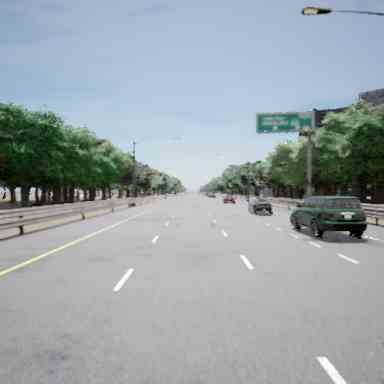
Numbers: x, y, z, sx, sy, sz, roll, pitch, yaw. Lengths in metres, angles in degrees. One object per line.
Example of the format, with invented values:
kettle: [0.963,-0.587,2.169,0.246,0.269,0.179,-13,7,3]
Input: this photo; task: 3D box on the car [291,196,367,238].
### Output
car: [7.009,1.217,17.611,2.150,2.045,5.566,0,0,0]

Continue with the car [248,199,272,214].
car: [7.043,1.484,34.703,1.837,1.490,4.892,0,0,0]

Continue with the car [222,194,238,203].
car: [7.112,1.304,65.022,2.097,1.767,4.553,0,0,0]
